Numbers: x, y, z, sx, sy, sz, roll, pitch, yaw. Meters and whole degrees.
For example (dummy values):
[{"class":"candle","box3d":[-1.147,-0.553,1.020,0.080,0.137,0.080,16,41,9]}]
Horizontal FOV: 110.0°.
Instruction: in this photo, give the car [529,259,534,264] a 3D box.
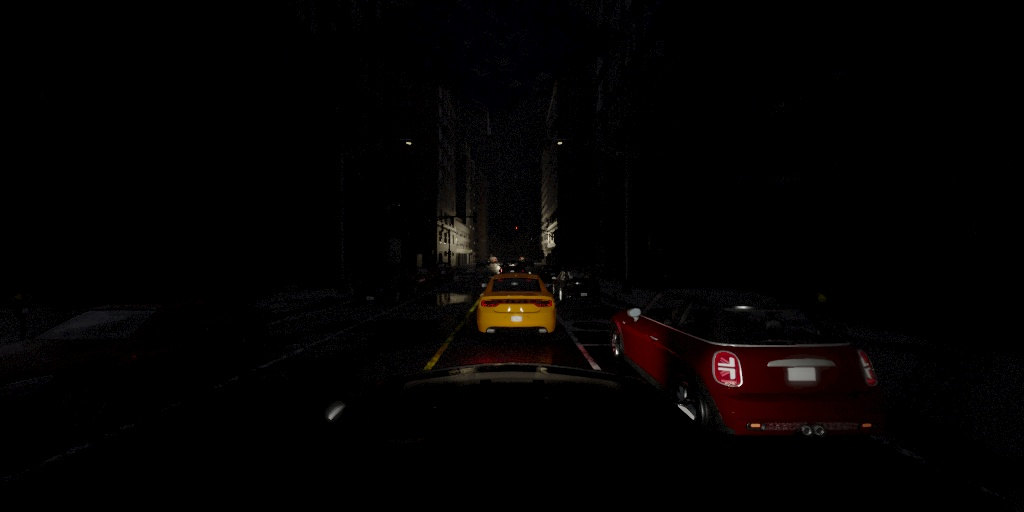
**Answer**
[{"class":"car","box3d":[2.976,1.232,64.563,1.967,1.591,4.097,0,0,0]}]

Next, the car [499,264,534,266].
[{"class":"car","box3d":[0.124,1.315,19.344,1.994,1.385,4.181,0,0,0]}]

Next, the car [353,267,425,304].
[{"class":"car","box3d":[-5.649,1.316,16.484,1.948,1.339,4.313,0,0,0]}]

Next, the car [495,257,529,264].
[{"class":"car","box3d":[0.065,1.105,28.076,2.097,1.767,4.553,0,0,1]}]

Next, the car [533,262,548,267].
[{"class":"car","box3d":[2.891,1.318,27.474,1.948,1.339,4.313,0,0,0]}]

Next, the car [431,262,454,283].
[{"class":"car","box3d":[-5.634,1.192,27.486,1.967,1.591,4.097,0,0,0]}]

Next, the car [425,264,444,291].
[{"class":"car","box3d":[-5.642,1.333,21.985,1.802,1.307,4.207,0,0,0]}]

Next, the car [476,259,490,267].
[{"class":"car","box3d":[-5.549,1.374,64.588,1.802,1.307,4.207,0,0,0]}]

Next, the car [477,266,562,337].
[{"class":"car","box3d":[0.109,1.228,10.356,1.882,1.535,5.008,0,0,0]}]

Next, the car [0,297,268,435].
[{"class":"car","box3d":[-5.664,1.332,5.481,1.802,1.307,4.207,0,0,0]}]

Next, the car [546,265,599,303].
[{"class":"car","box3d":[2.876,1.301,16.472,2.007,1.370,4.403,0,0,0]}]

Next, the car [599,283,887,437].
[{"class":"car","box3d":[2.861,1.190,5.469,1.967,1.591,4.097,0,0,0]}]
